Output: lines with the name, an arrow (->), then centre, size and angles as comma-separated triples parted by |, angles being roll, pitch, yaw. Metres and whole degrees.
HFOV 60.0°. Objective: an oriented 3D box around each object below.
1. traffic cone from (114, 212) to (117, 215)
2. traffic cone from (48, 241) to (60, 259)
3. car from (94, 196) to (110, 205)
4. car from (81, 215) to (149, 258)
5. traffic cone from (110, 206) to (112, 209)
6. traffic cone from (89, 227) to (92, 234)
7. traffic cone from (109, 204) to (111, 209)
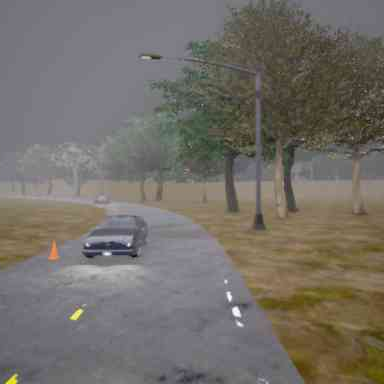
traffic cone -> -6.107, 2.062, 26.291 | 0.340, 0.580, 0.340 | 0, 0, -9
traffic cone -> -4.867, 2.035, 11.749 | 0.340, 0.580, 0.340 | 0, 0, -1
car -> -15.968, 1.434, 58.750 | 1.812, 1.442, 4.674 | -1, 1, -30
car -> -2.803, 1.632, 13.407 | 2.033, 1.411, 5.357 | 0, 0, -2
traffic cone -> -9.477, 2.003, 40.488 | 0.340, 0.580, 0.340 | -1, 1, -18
traffic cone -> -5.041, 2.054, 16.615 | 0.340, 0.580, 0.340 | 0, 0, -3
traffic cone -> -11.062, 1.977, 45.091 | 0.340, 0.580, 0.340 | -1, 1, -20
